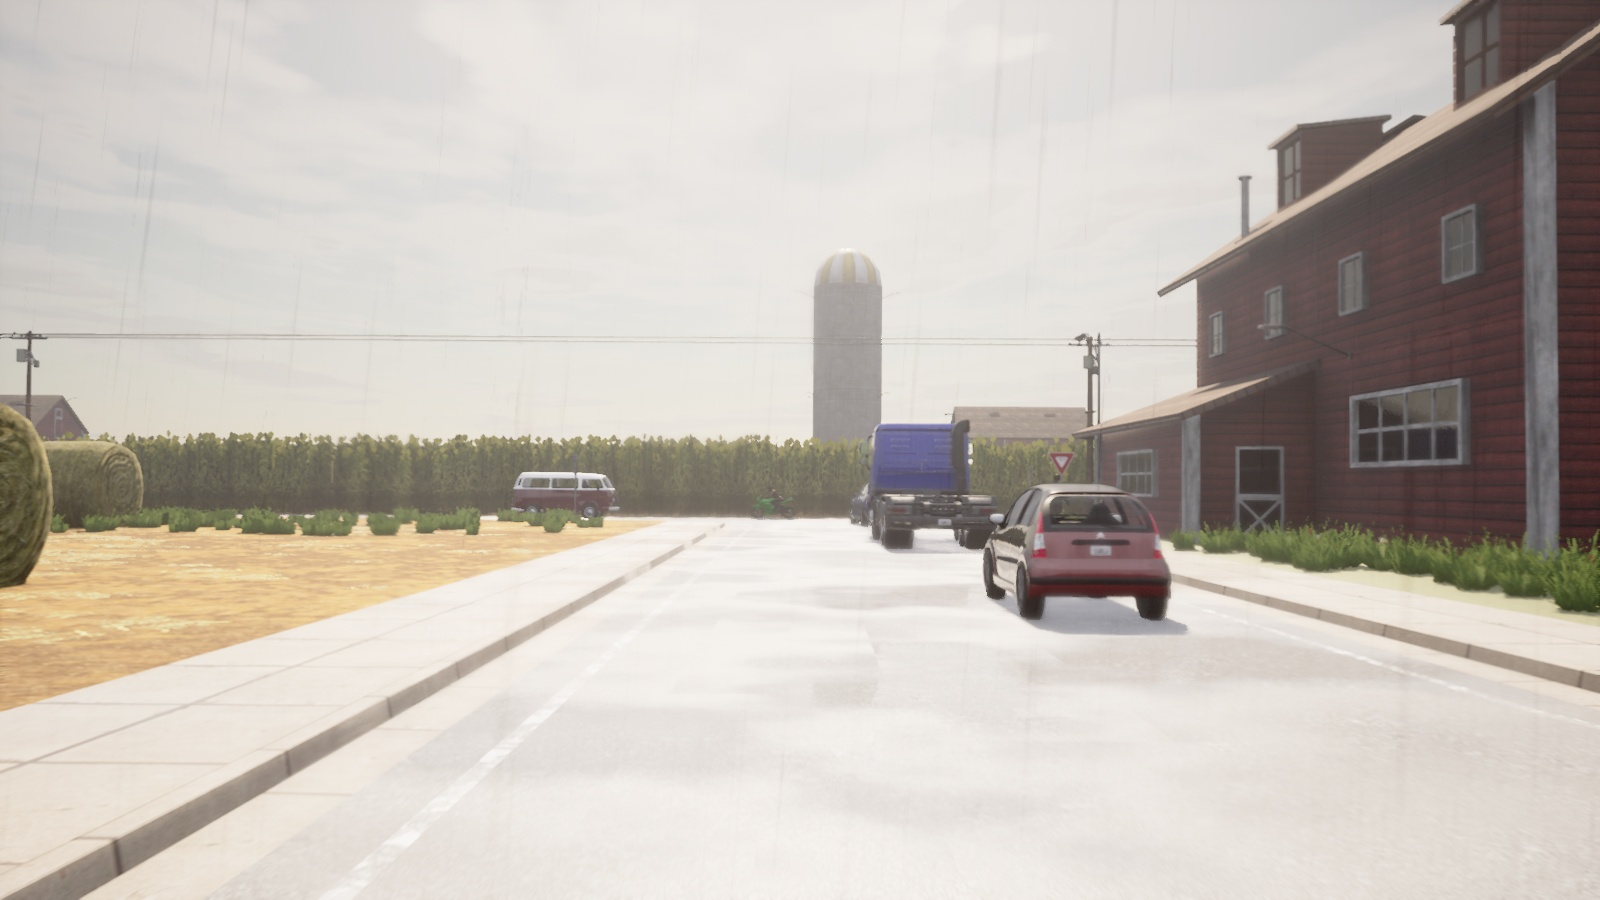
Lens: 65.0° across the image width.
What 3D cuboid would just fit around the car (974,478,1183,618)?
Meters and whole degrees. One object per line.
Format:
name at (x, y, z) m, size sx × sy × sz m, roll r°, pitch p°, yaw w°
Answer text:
car at (3.495, 1.185, 16.517) m, size 1.851 × 1.617 × 3.988 m, roll 0°, pitch -2°, yaw 0°

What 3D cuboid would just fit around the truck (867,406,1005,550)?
truck at (3.479, 0.786, 34.166) m, size 2.891 × 3.462 × 7.936 m, roll 0°, pitch -2°, yaw 0°

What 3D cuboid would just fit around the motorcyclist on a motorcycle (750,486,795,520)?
motorcyclist on a motorcycle at (-1.248, 2.412, 57.287) m, size 2.044 × 1.523 × 0.797 m, roll 0°, pitch -2°, yaw 1°

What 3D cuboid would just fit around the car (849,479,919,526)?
car at (3.259, 2.052, 49.541) m, size 2.097 × 1.767 × 4.553 m, roll 0°, pitch -2°, yaw -5°

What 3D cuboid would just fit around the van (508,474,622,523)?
van at (-10.024, 2.070, 53.919) m, size 4.480 × 2.038 × 2.069 m, roll 0°, pitch -2°, yaw 1°
